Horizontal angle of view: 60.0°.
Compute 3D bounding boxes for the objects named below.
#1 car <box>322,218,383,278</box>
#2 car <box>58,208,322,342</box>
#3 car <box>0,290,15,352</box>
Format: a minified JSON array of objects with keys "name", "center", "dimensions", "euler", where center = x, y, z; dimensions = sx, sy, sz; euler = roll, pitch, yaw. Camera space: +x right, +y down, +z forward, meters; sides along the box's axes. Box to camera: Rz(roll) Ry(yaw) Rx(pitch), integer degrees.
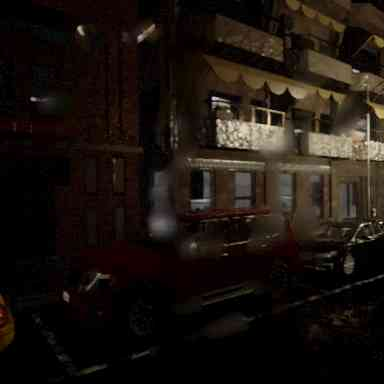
[{"name":"car","center":[4.583,1.486,9.859],"dimensions":[4.403,1.369,2.008],"euler":[-1,0,-36]},{"name":"car","center":[0.089,1.290,6.639],"dimensions":[5.009,1.841,2.192],"euler":[-1,0,-36]},{"name":"car","center":[-4.538,1.542,3.320],"dimensions":[4.829,1.417,1.752],"euler":[-1,0,-36]}]
